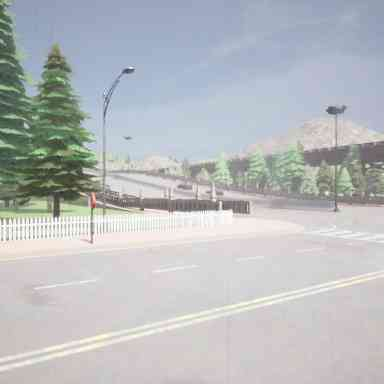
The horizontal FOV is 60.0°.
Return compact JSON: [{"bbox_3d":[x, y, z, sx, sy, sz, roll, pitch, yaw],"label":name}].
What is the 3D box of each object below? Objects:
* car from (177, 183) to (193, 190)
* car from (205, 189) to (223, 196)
[{"bbox_3d":[-1.701,-1.376,78.265,2.128,1.511,4.902,0,7,-34],"label":"car"},{"bbox_3d":[4.619,0.024,68.916,1.812,1.442,4.674,0,6,-33],"label":"car"}]
